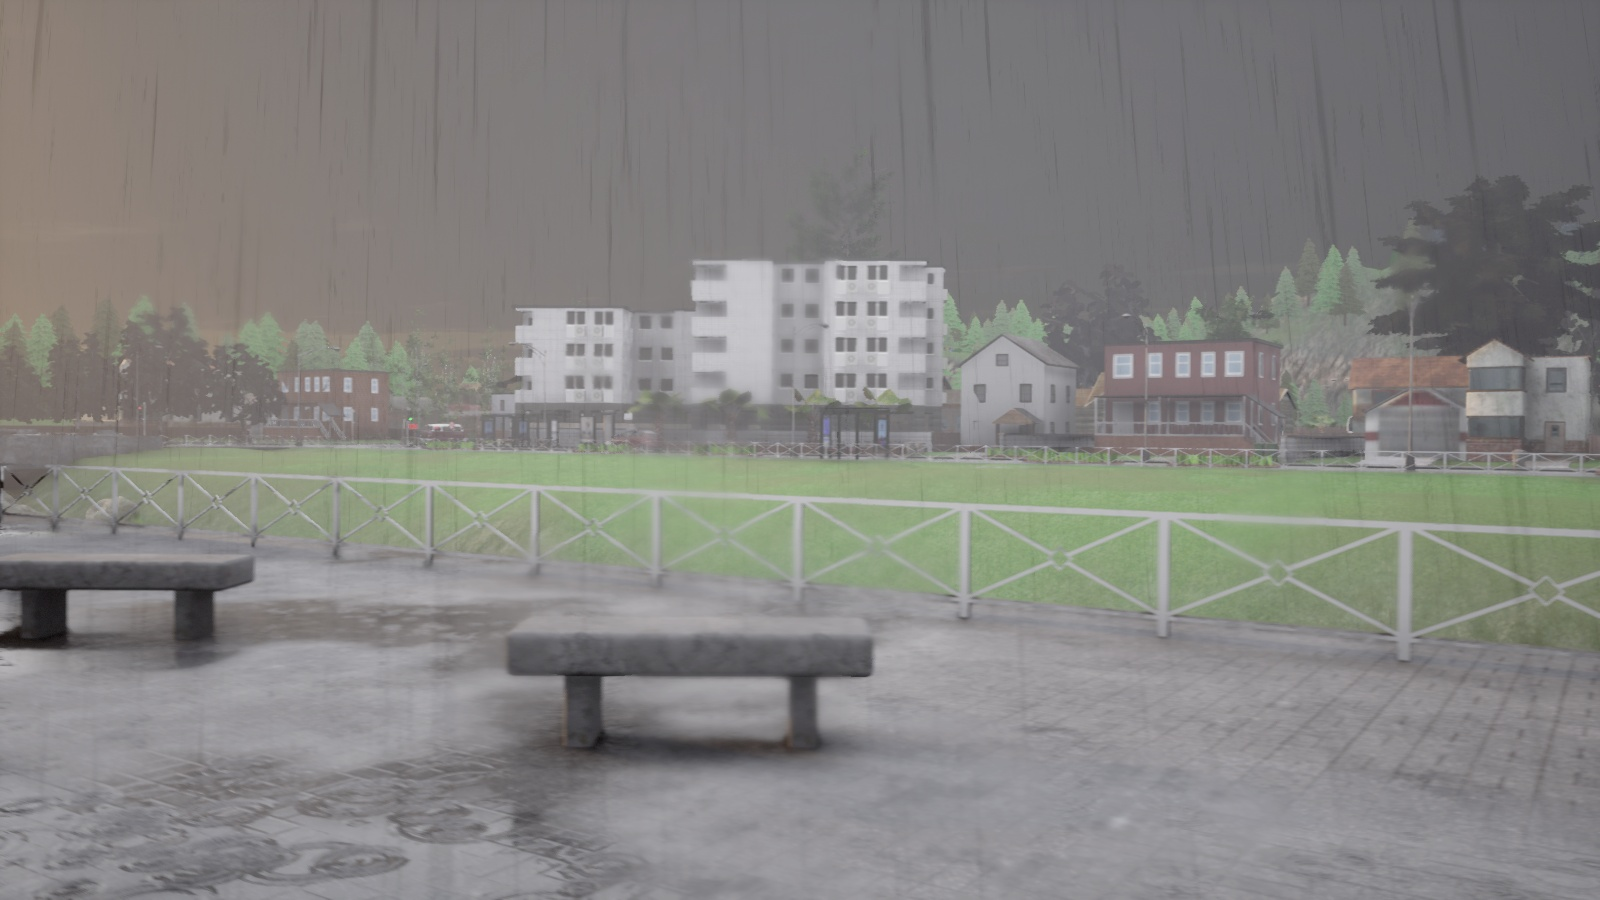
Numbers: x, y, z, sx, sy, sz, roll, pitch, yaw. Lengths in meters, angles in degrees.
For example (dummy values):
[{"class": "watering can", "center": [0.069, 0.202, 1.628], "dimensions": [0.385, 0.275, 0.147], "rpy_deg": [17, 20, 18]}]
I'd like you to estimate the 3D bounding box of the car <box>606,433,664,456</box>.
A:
[{"class": "car", "center": [-11.275, -0.359, 85.790], "dimensions": [3.705, 1.549, 1.789], "rpy_deg": [0, 1, 34]}]
